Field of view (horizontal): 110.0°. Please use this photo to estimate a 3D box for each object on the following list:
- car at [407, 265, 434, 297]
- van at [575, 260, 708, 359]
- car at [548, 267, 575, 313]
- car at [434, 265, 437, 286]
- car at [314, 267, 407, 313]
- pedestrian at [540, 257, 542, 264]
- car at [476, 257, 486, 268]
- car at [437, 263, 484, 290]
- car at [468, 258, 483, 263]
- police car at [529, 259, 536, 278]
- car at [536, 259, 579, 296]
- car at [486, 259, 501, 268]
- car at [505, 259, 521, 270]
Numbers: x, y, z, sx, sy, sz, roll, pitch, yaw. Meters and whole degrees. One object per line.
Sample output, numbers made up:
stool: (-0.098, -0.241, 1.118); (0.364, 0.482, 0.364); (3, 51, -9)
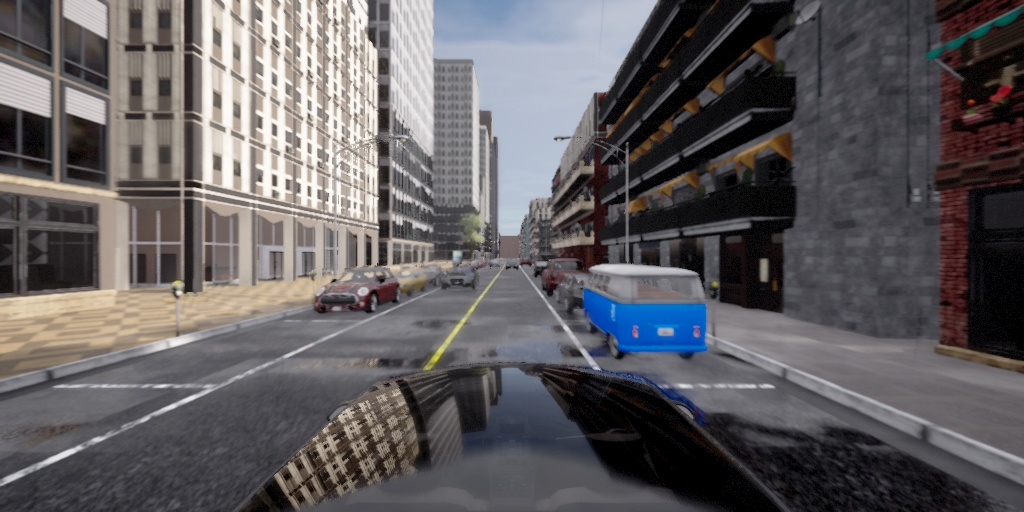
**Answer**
car: (-5.690, 1.276, 19.047); (1.751, 1.417, 4.829); (0, 0, 0)
van: (2.690, 1.091, 8.116); (1.690, 1.789, 3.998); (0, 0, 0)
car: (2.691, 1.301, 13.667); (2.007, 1.370, 4.403); (0, 0, 0)
car: (-5.689, 1.302, 24.769); (2.007, 1.370, 4.403); (0, 0, 0)
car: (-5.690, 1.190, 13.666); (1.967, 1.591, 4.097); (0, 0, 0)
pedestrian: (3.001, 1.049, 37.499); (0.375, 1.860, 0.375); (0, 0, -1)
car: (-5.689, 1.204, 58.074); (1.967, 1.591, 4.097); (0, 0, 0)
car: (-3.096, 1.315, 22.228); (1.994, 1.385, 4.181); (0, 0, 0)
car: (-5.689, 1.343, 52.523); (1.802, 1.307, 4.207); (0, 0, 0)
police car: (3.001, 1.180, 34.493); (1.930, 1.638, 5.238); (0, 0, 0)
car: (2.691, 1.065, 19.218); (2.192, 1.841, 5.009); (0, 0, 0)
car: (-3.023, 1.292, 63.465); (1.812, 1.442, 4.674); (0, 0, 1)
car: (0.030, 1.362, 51.717); (1.895, 1.301, 4.718); (0, 0, 1)
